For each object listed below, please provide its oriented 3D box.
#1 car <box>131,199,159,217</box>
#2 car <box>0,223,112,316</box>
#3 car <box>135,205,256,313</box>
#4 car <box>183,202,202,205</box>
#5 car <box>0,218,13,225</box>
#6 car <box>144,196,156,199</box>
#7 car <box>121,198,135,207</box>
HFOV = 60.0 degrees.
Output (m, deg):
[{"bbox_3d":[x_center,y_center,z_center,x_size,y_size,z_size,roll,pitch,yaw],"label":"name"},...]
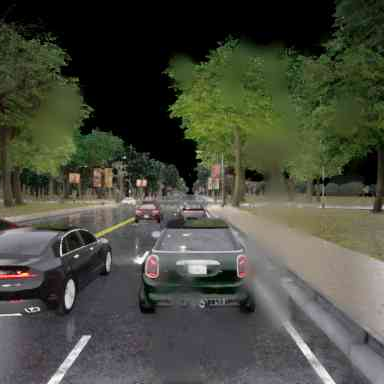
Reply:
[{"bbox_3d":[-3.192,1.534,25.435,1.812,1.442,4.674,0,0,0],"label":"car"},{"bbox_3d":[-3.162,1.505,7.545,1.837,1.490,4.892,0,0,0],"label":"car"},{"bbox_3d":[0.089,1.352,7.818,2.097,1.767,4.553,0,0,0],"label":"car"},{"bbox_3d":[0.057,1.499,24.216,2.128,1.511,4.902,0,0,0],"label":"car"},{"bbox_3d":[-6.617,1.477,9.569,1.882,1.535,5.008,0,0,0],"label":"car"},{"bbox_3d":[-6.585,1.439,51.908,1.882,1.535,5.008,0,0,0],"label":"car"},{"bbox_3d":[-9.835,1.596,51.902,1.812,1.442,4.674,0,0,0],"label":"car"}]
